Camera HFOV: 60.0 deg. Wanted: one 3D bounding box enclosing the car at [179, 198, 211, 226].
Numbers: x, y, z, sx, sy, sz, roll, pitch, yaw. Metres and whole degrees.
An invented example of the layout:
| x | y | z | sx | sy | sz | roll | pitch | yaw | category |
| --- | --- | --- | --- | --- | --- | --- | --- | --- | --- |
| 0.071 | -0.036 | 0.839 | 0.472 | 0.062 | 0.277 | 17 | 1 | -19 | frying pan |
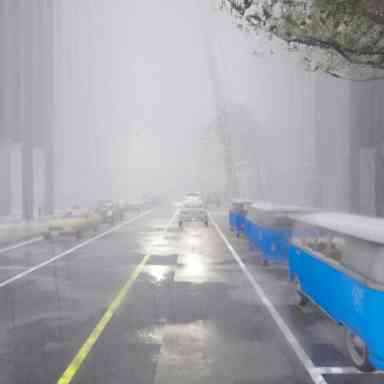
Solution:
| x | y | z | sx | sy | sz | roll | pitch | yaw | category |
| --- | --- | --- | --- | --- | --- | --- | --- | --- | --- |
| 0.094 | 1.382 | 22.193 | 1.812 | 1.442 | 4.674 | 0 | 0 | 0 | car |

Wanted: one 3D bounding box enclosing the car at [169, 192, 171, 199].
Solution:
| x | y | z | sx | sy | sz | roll | pitch | yaw | category |
| --- | --- | --- | --- | --- | --- | --- | --- | --- | --- |
| -5.781 | 1.167 | 67.124 | 1.802 | 1.307 | 4.206 | 0 | 0 | 0 | car |

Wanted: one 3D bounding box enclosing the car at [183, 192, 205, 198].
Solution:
| x | y | z | sx | sy | sz | roll | pitch | yaw | category |
| --- | --- | --- | --- | --- | --- | --- | --- | --- | --- |
| 0.091 | 0.965 | 40.669 | 2.150 | 2.045 | 5.566 | 0 | 1 | 0 | car |

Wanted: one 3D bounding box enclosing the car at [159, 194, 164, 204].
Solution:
| x | y | z | sx | sy | sz | roll | pitch | yaw | category |
| --- | --- | --- | --- | --- | --- | --- | --- | --- | --- |
| -5.776 | 1.229 | 50.268 | 1.887 | 1.381 | 4.507 | 0 | 0 | 0 | car |

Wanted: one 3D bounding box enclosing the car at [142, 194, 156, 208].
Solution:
| x | y | z | sx | sy | sz | roll | pitch | yaw | category |
| --- | --- | --- | --- | --- | --- | --- | --- | --- | --- |
| -5.773 | 1.303 | 39.031 | 2.008 | 1.369 | 4.403 | 0 | 0 | 0 | car |

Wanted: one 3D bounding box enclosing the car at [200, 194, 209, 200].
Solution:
| x | y | z | sx | sy | sz | roll | pitch | yaw | category |
| --- | --- | --- | --- | --- | --- | --- | --- | --- | --- |
| 2.743 | 1.077 | 72.917 | 1.752 | 1.417 | 4.829 | 0 | 0 | 0 | car |

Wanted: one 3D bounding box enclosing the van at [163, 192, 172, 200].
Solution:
| x | y | z | sx | sy | sz | roll | pitch | yaw | category |
| --- | --- | --- | --- | --- | --- | --- | --- | --- | --- |
| -5.784 | 0.862 | 78.360 | 1.690 | 1.788 | 3.998 | 0 | 0 | 0 | van |

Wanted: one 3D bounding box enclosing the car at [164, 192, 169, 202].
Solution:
| x | y | z | sx | sy | sz | roll | pitch | yaw | category |
| --- | --- | --- | --- | --- | --- | --- | --- | --- | --- |
| -5.780 | 1.058 | 61.505 | 1.967 | 1.590 | 4.097 | 0 | 0 | 0 | car |

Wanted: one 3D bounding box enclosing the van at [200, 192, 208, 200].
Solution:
| x | y | z | sx | sy | sz | roll | pitch | yaw | category |
| --- | --- | --- | --- | --- | --- | --- | --- | --- | --- |
| 2.741 | 0.861 | 78.364 | 1.690 | 1.788 | 3.998 | 0 | 0 | 0 | van |

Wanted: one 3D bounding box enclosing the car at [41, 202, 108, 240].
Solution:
| x | y | z | sx | sy | sz | roll | pitch | yaw | category |
| --- | --- | --- | --- | --- | --- | --- | --- | --- | --- |
| -5.768 | 1.419 | 16.386 | 1.752 | 1.417 | 4.829 | 0 | 0 | 0 | car |

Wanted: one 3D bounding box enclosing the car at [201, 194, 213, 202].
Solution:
| x | y | z | sx | sy | sz | roll | pitch | yaw | category |
| --- | --- | --- | --- | --- | --- | --- | --- | --- | --- |
| 2.746 | 1.168 | 61.511 | 2.008 | 1.369 | 4.403 | 0 | 0 | 0 | car |

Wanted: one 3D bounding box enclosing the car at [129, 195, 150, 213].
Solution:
| x | y | z | sx | sy | sz | roll | pitch | yaw | category |
| --- | --- | --- | --- | --- | --- | --- | --- | --- | --- |
| -5.772 | 1.338 | 33.412 | 2.008 | 1.369 | 4.403 | 0 | 0 | 0 | car |

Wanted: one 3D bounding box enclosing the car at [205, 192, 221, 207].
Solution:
| x | y | z | sx | sy | sz | roll | pitch | yaw | category |
| --- | --- | --- | --- | --- | --- | --- | --- | --- | --- |
| 2.750 | 1.033 | 44.655 | 2.192 | 1.841 | 5.009 | 0 | 0 | 0 | car |

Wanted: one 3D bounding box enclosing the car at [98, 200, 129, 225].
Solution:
| x | y | z | sx | sy | sz | roll | pitch | yaw | category |
| --- | --- | --- | --- | --- | --- | --- | --- | --- | --- |
| -5.769 | 1.297 | 22.174 | 1.967 | 1.590 | 4.097 | 0 | 0 | 0 | car |

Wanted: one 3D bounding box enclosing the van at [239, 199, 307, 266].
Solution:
| x | y | z | sx | sy | sz | roll | pitch | yaw | category |
| --- | --- | --- | --- | --- | --- | --- | --- | --- | --- |
| 2.758 | 1.269 | 10.945 | 1.690 | 1.788 | 3.998 | 0 | 0 | 0 | van |

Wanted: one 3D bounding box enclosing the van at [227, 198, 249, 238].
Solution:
| x | y | z | sx | sy | sz | roll | pitch | yaw | category |
| --- | --- | --- | --- | --- | --- | --- | --- | --- | --- |
| 2.757 | 1.233 | 16.563 | 1.690 | 1.788 | 3.998 | 0 | 0 | 0 | van |

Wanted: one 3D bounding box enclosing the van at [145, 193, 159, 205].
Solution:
| x | y | z | sx | sy | sz | roll | pitch | yaw | category |
| --- | --- | --- | --- | --- | --- | --- | --- | --- | --- |
| -5.775 | 1.059 | 44.649 | 1.690 | 1.788 | 3.998 | 0 | 0 | 0 | van |

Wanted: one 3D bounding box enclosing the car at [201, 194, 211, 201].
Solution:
| x | y | z | sx | sy | sz | roll | pitch | yaw | category |
| --- | --- | --- | --- | --- | --- | --- | --- | --- | --- |
| 2.744 | 1.109 | 67.299 | 1.752 | 1.417 | 4.829 | 0 | 0 | 0 | car |

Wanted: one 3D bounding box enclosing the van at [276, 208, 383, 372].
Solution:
| x | y | z | sx | sy | sz | roll | pitch | yaw | category |
| --- | --- | --- | --- | --- | --- | --- | --- | --- | --- |
| 2.760 | 1.305 | 5.326 | 1.690 | 1.788 | 3.998 | 0 | 0 | 0 | van |
